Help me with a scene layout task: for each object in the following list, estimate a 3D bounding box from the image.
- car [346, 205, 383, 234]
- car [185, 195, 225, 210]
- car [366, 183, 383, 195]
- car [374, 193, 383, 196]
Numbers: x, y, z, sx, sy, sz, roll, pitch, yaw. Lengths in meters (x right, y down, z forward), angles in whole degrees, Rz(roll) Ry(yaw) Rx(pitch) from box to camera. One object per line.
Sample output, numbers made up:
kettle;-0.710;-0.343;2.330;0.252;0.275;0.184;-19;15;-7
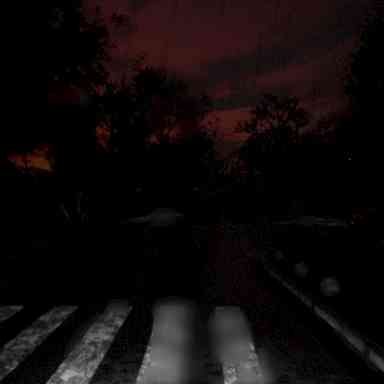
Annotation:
car;11.086;1.484;18.182;5.008;1.535;1.882;0;-1;-6
car;1.420;1.069;31.137;4.902;1.511;2.128;-4;3;-44
car;21.864;-0.465;36.749;4.902;1.511;2.128;-4;0;-1
car;16.466;1.232;23.674;5.566;2.045;2.150;0;0;-2
